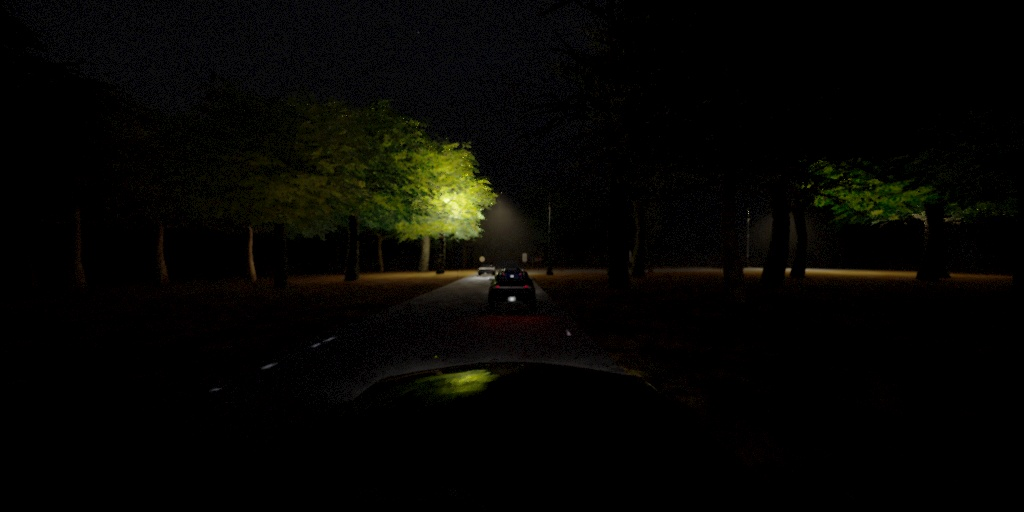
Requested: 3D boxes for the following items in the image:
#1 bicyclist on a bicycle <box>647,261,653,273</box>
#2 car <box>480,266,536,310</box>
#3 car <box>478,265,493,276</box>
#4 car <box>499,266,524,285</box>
[{"bbox_3d":[18.516,1.439,48.217,0.582,1.620,1.656,-1,-1,0],"label":"bicyclist on a bicycle"},{"bbox_3d":[0.015,1.368,15.421,2.128,1.511,4.902,0,0,0],"label":"car"},{"bbox_3d":[-3.039,1.700,43.206,1.895,1.301,4.718,0,0,0],"label":"car"},{"bbox_3d":[0.007,1.570,30.382,1.994,1.385,4.181,0,0,1],"label":"car"}]
